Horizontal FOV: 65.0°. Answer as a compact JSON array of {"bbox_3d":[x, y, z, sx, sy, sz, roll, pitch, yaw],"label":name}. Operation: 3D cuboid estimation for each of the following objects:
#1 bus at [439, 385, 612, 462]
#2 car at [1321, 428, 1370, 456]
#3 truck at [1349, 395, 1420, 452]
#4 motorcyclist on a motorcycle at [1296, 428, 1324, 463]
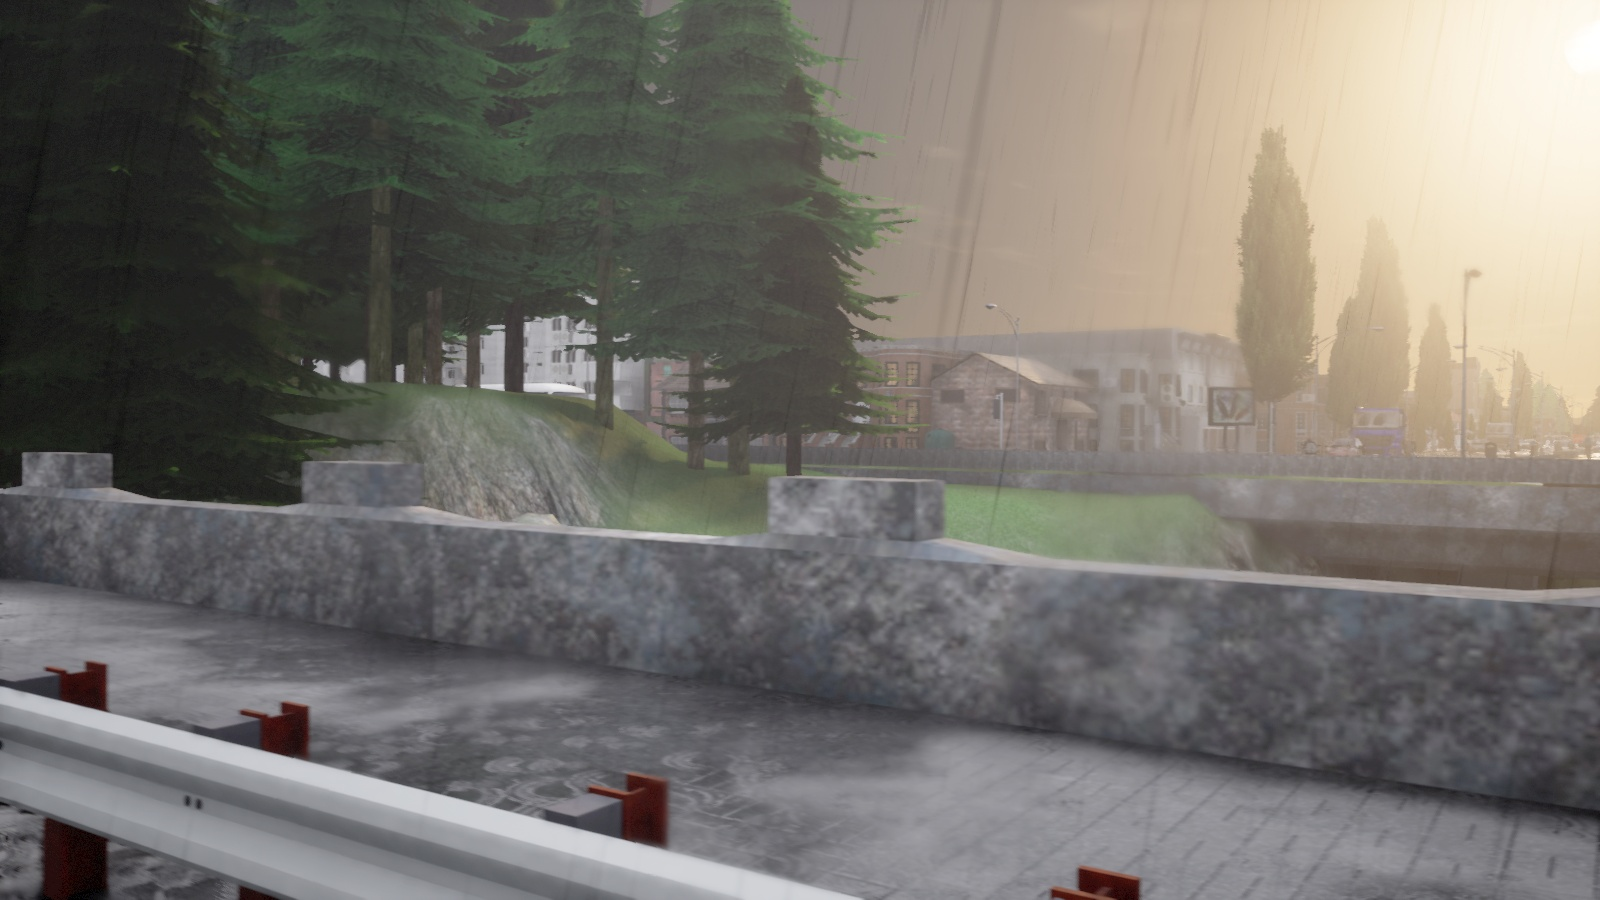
[{"bbox_3d":[-16.362,-1.515,74.583,10.273,4.253,3.944,0,1,34],"label":"bus"},{"bbox_3d":[29.866,-0.464,68.736,1.845,1.501,3.633,0,1,34],"label":"car"},{"bbox_3d":[37.181,-1.676,79.734,2.891,3.462,7.936,0,1,34],"label":"truck"},{"bbox_3d":[22.893,-0.212,56.401,0.866,1.530,2.191,1,1,14],"label":"motorcyclist on a motorcycle"}]
